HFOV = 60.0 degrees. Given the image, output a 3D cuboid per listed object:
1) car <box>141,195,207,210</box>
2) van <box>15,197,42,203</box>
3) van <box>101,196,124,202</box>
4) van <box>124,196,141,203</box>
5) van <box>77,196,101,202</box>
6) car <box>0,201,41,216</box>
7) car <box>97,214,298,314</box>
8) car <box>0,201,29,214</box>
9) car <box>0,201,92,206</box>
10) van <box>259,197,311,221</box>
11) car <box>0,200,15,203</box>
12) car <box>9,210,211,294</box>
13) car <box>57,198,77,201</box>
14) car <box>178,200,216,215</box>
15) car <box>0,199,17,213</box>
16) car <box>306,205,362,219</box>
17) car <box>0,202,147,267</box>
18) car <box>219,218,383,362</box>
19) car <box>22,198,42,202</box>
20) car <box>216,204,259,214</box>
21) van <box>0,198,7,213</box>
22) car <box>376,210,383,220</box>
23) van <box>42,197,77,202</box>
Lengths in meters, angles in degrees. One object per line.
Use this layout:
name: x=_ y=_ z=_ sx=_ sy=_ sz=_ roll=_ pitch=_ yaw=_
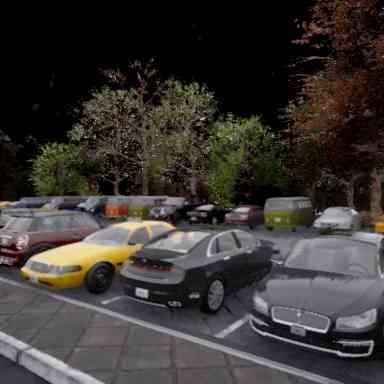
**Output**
car: x=-0.811 y=1.295 z=24.931 sx=2.435 sy=2.045 sz=5.566 roll=0 pitch=0 yaw=36
van: x=-16.319 y=1.538 z=36.334 sx=1.878 sy=1.987 sz=4.442 roll=-1 pitch=-1 yaw=36
van: x=-5.114 y=1.337 z=28.223 sx=1.878 sy=1.987 sz=4.442 roll=0 pitch=0 yaw=36
van: x=-2.971 y=1.329 z=26.673 sx=1.878 sy=1.987 sz=4.442 roll=0 pitch=0 yaw=36
van: x=-7.602 y=1.346 z=29.736 sx=1.878 sy=1.987 sz=4.442 roll=-1 pitch=0 yaw=36
car: x=-20.874 y=1.870 z=39.480 sx=2.097 sy=1.535 sz=5.008 roll=-1 pitch=-1 yaw=36
car: x=0.523 y=1.516 z=7.846 sx=2.231 sy=1.521 sz=4.892 roll=0 pitch=0 yaw=36
car: x=-23.220 y=1.925 z=41.177 sx=2.097 sy=1.535 sz=5.008 roll=-1 pitch=-1 yaw=36
car: x=-6.239 y=1.414 z=12.709 sx=2.185 sy=1.767 sz=4.553 roll=0 pitch=0 yaw=36
van: x=6.006 y=1.296 z=20.176 sx=1.878 sy=1.987 sz=4.442 roll=0 pitch=0 yaw=36
car: x=-18.631 y=1.818 z=37.855 sx=2.231 sy=1.521 sz=4.892 roll=-1 pitch=-1 yaw=36
car: x=-1.831 y=1.520 z=9.328 sx=1.946 sy=1.575 sz=5.366 roll=0 pitch=0 yaw=36
car: x=-9.650 y=1.606 z=31.369 sx=2.097 sy=1.535 sz=5.008 roll=-1 pitch=-1 yaw=36
car: x=1.548 y=1.538 z=23.251 sx=2.097 sy=1.535 sz=5.008 roll=0 pitch=0 yaw=36
car: x=-25.380 y=1.850 z=42.708 sx=2.185 sy=1.767 sz=4.553 roll=-1 pitch=-1 yaw=36
car: x=8.184 y=1.554 z=18.459 sx=2.002 sy=1.452 sz=4.674 roll=0 pitch=0 yaw=36
car: x=-3.990 y=1.406 z=11.081 sx=2.185 sy=1.767 sz=4.553 roll=0 pitch=0 yaw=36
car: x=2.780 y=1.508 z=6.228 sx=2.231 sy=1.521 sz=4.892 roll=0 pitch=0 yaw=36
car: x=-14.247 y=1.708 z=34.462 sx=1.946 sy=1.575 sz=5.366 roll=-1 pitch=-1 yaw=36
car: x=3.795 y=1.570 z=21.629 sx=2.002 sy=1.452 sz=4.674 roll=0 pitch=0 yaw=36
van: x=-27.538 y=1.802 z=44.453 sx=1.878 sy=1.987 sz=4.442 roll=-1 pitch=-1 yaw=36
car: x=10.524 y=1.505 z=16.755 sx=2.097 sy=1.535 sz=5.008 roll=0 pitch=0 yaw=36
van: x=-11.969 y=1.433 z=32.897 sx=1.878 sy=1.987 sz=4.442 roll=-1 pitch=-1 yaw=36
